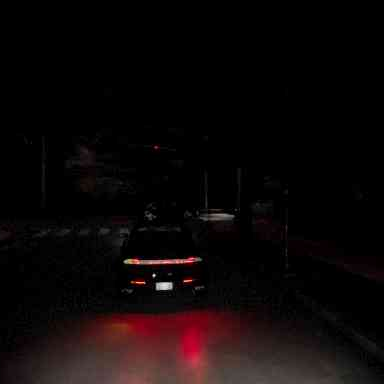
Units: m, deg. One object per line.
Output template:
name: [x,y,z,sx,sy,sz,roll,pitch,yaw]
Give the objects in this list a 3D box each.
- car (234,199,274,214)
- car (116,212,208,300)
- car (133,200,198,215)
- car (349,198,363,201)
car: [6.257,1.368,30.803,4.674,1.442,1.812,0,0,-12]
car: [-0.840,1.492,8.425,2.128,1.511,4.902,0,0,-8]
car: [-1.951,1.376,25.189,4.892,1.490,1.837,-1,1,-12]
car: [15.339,1.347,32.819,4.892,1.490,1.837,0,0,-12]
